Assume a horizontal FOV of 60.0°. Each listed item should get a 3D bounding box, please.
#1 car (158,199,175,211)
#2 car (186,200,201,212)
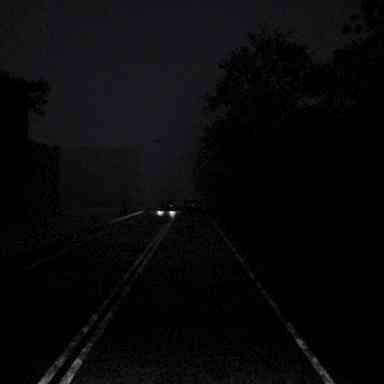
[{"bbox_3d":[-3.211,1.656,42.888,1.837,1.490,4.892,0,-1,1],"label":"car"},{"bbox_3d":[0.173,1.692,41.983,2.033,1.411,5.357,0,0,1],"label":"car"}]
